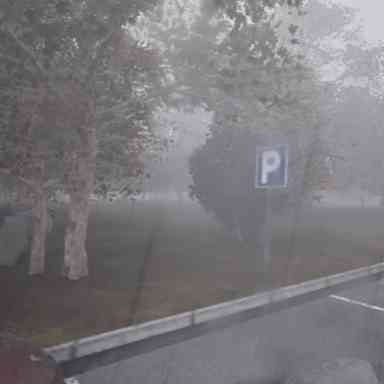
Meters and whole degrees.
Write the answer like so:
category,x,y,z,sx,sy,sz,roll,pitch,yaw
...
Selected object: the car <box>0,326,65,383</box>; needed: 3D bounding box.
category,x,y,z,sx,sy,sz,roll,pitch,yaw
car,-3.209,1.504,1.760,4.792,1.488,2.163,0,0,-33
